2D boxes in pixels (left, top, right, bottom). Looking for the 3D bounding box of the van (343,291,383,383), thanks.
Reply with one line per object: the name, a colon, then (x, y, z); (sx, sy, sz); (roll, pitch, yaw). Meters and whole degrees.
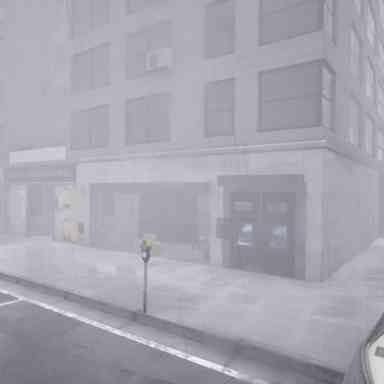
van: (2.602, 1.342, 1.087); (3.998, 1.788, 1.690); (0, 1, 36)
